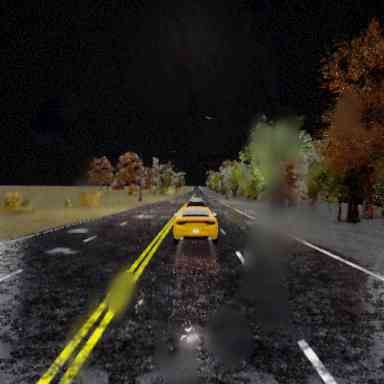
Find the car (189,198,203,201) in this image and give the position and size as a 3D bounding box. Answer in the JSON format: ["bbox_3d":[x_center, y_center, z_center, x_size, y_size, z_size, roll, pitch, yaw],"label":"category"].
[{"bbox_3d":[0.455,1.392,37.431,2.128,1.511,4.902,0,0,1],"label":"car"}]

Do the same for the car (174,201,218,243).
[{"bbox_3d":[0.172,1.439,15.993,1.882,1.535,5.008,0,0,0],"label":"car"}]
